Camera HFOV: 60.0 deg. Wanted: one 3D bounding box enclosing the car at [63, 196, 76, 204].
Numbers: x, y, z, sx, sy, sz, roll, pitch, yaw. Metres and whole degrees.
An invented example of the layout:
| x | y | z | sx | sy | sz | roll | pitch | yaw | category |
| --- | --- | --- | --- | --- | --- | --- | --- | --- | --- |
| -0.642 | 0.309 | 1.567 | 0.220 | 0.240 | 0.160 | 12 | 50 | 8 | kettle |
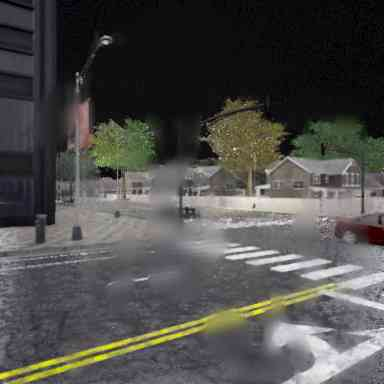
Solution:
| x | y | z | sx | sy | sz | roll | pitch | yaw | category |
| --- | --- | --- | --- | --- | --- | --- | --- | --- | --- |
| -22.394 | 1.463 | 61.344 | 2.033 | 1.411 | 5.357 | 0 | 0 | -33 | car |

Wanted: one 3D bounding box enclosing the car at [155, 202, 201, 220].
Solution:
| x | y | z | sx | sy | sz | roll | pitch | yaw | category |
| --- | --- | --- | --- | --- | --- | --- | --- | --- | --- |
| -1.354 | 1.615 | 28.756 | 2.033 | 1.411 | 5.357 | 0 | 0 | -33 | car |

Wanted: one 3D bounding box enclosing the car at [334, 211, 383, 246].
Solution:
| x | y | z | sx | sy | sz | roll | pitch | yaw | category |
| --- | --- | --- | --- | --- | --- | --- | --- | --- | --- |
| 8.398 | 1.596 | 13.676 | 1.882 | 1.535 | 5.008 | 0 | 0 | -33 | car |
